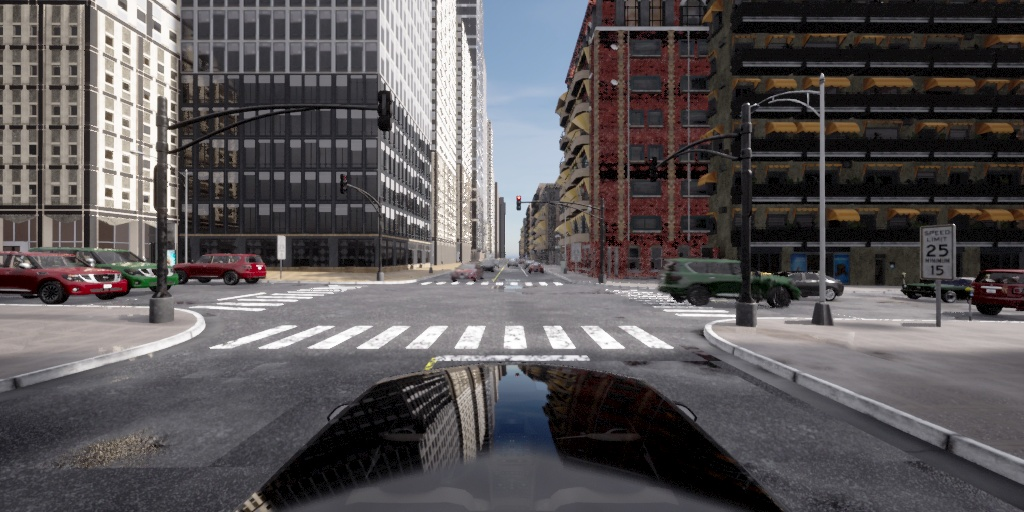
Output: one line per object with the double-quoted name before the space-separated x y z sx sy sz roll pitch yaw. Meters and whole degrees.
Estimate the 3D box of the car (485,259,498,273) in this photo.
"car" -3.070 1.237 42.976 1.882 1.535 5.008 0 0 0

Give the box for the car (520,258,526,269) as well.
"car" 2.728 1.317 54.569 2.007 1.370 4.403 0 0 0

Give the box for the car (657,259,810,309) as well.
"car" 9.475 1.169 16.046 5.566 2.045 2.150 1 0 4

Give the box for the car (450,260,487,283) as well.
"car" -3.419 1.273 28.241 1.812 1.442 4.674 0 0 5

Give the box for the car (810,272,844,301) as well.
"car" 14.926 1.562 19.328 4.892 1.490 1.837 1 0 2

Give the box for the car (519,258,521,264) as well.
"car" 2.732 1.321 60.217 2.007 1.370 4.403 0 0 0

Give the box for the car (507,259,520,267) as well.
"car" 0.139 1.338 65.052 1.994 1.385 4.181 0 0 1

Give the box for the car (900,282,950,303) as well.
"car" 24.217 1.827 19.432 4.718 1.301 1.895 1 0 -1

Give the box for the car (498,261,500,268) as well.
"car" -3.028 1.276 60.028 1.837 1.490 4.892 0 0 0

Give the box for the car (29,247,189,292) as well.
"car" -18.240 0.658 15.895 5.566 2.045 2.150 1 0 0

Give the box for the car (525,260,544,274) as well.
"car" 2.769 1.341 41.651 1.802 1.307 4.207 0 0 0

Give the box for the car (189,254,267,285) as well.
"car" -17.696 0.776 21.686 5.009 1.841 2.192 0 0 0

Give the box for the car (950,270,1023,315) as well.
"car" 20.607 1.461 13.646 5.009 1.841 2.192 0 0 0

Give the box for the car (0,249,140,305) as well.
"car" -17.567 0.757 13.307 5.009 1.841 2.192 0 0 0
